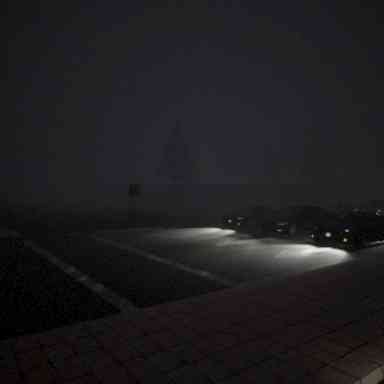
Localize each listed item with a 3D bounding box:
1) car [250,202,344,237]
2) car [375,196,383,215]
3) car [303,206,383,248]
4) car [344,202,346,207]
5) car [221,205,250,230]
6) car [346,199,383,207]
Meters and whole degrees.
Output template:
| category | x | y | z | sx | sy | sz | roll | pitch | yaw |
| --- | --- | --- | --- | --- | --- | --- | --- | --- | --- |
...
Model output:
| category | x | y | z | sx | sy | sz | roll | pitch | yaw |
| --- | --- | --- | --- | --- | --- | --- | --- | --- | --- |
| car | 5.743 | 1.445 | 17.877 | 5.008 | 1.535 | 1.882 | 0 | 0 | -35 |
| car | 19.933 | 1.275 | 32.206 | 4.553 | 1.767 | 2.097 | 0 | 0 | -35 |
| car | 7.115 | 1.533 | 14.563 | 4.181 | 1.385 | 1.994 | 0 | 0 | -35 |
| car | 11.800 | 1.509 | 26.406 | 4.181 | 1.385 | 1.994 | 0 | 0 | -35 |
| car | 3.865 | 1.531 | 20.833 | 4.181 | 1.385 | 1.994 | 0 | 0 | -35 |
| car | 13.132 | 1.299 | 23.079 | 4.553 | 1.767 | 2.097 | 0 | 0 | -35 |
